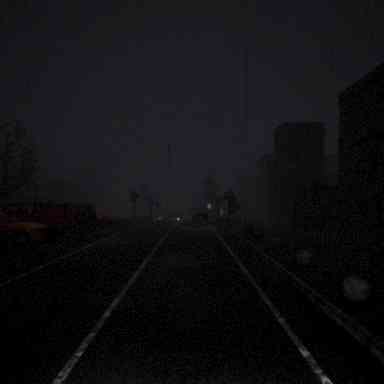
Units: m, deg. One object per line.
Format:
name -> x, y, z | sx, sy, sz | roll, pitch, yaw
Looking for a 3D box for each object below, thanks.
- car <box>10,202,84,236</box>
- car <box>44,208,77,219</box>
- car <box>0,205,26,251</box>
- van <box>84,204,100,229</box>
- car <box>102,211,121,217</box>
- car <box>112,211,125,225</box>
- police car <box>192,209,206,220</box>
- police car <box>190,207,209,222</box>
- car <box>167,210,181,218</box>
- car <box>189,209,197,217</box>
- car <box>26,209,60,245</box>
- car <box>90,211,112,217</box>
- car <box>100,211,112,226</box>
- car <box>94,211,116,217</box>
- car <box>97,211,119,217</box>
car -> -9.521, 1.600, 19.053 | 5.566, 2.045, 2.435 | 0, -2, 0
car -> -21.946, 3.634, 55.704 | 4.553, 1.767, 2.185 | 0, -4, 0
car -> -9.470, 1.528, 13.098 | 4.553, 1.767, 2.185 | 0, -2, -1
van -> -9.643, 1.868, 25.239 | 4.442, 1.987, 1.878 | 0, -2, 0
car -> -21.766, 5.957, 89.659 | 4.674, 1.452, 2.002 | 0, -4, 0
car -> -9.369, 2.353, 31.180 | 5.366, 1.575, 1.946 | 0, -3, 0
police car -> 1.019, 3.415, 50.538 | 1.930, 1.638, 5.238 | 0, -4, 0
police car -> 0.993, 2.794, 40.546 | 1.930, 1.638, 5.238 | 0, -3, 0
car -> -3.184, 4.447, 64.634 | 1.994, 1.385, 4.181 | 0, -4, 1
car -> 0.188, 5.675, 91.148 | 2.150, 2.045, 5.566 | 0, -4, 0
car -> -9.471, 1.754, 16.128 | 5.008, 1.535, 2.097 | 0, -2, -1
car -> -21.807, 5.342, 79.981 | 4.674, 1.452, 2.002 | 0, -4, 0
car -> -9.572, 2.096, 28.270 | 4.553, 1.767, 2.185 | 0, -3, 0
car -> -21.790, 5.510, 83.252 | 4.892, 1.521, 2.231 | 0, -4, 0
car -> -21.788, 5.717, 86.519 | 5.008, 1.535, 2.097 | 0, -4, 0
